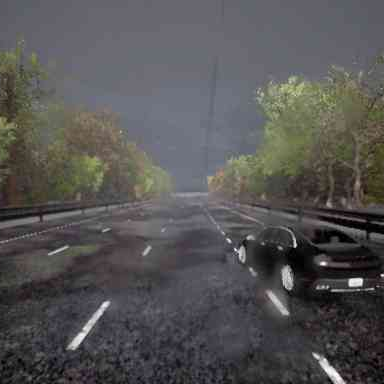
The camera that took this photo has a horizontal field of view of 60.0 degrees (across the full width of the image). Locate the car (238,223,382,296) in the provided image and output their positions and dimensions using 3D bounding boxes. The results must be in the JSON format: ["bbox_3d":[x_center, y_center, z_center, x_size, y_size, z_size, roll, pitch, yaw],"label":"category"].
[{"bbox_3d":[2.733,1.590,8.920,1.837,1.490,4.892,1,-2,-12],"label":"car"}]
